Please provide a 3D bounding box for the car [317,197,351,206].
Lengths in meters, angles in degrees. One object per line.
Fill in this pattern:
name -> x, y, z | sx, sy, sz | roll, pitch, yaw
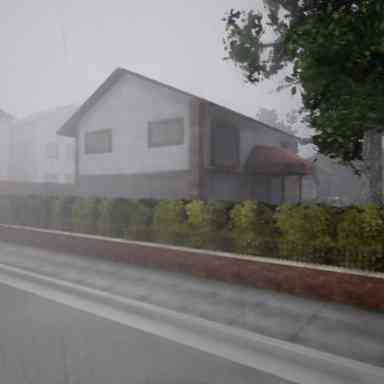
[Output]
car -> 10.879, 1.138, 24.266 | 3.806, 1.475, 1.970 | 0, 0, 36
